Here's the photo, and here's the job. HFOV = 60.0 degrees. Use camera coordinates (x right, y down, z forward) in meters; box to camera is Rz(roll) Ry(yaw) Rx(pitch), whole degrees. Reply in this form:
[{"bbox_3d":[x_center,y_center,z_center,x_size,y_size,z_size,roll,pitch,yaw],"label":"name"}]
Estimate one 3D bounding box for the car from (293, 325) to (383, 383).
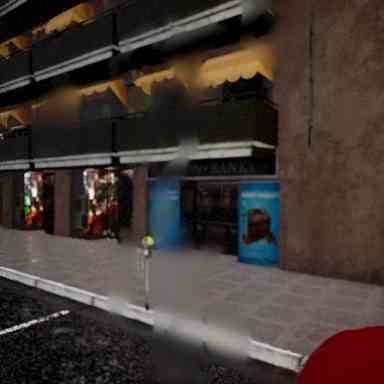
[{"bbox_3d":[2.735,1.337,0.929,5.009,1.841,2.192,1,0,35],"label":"car"}]
